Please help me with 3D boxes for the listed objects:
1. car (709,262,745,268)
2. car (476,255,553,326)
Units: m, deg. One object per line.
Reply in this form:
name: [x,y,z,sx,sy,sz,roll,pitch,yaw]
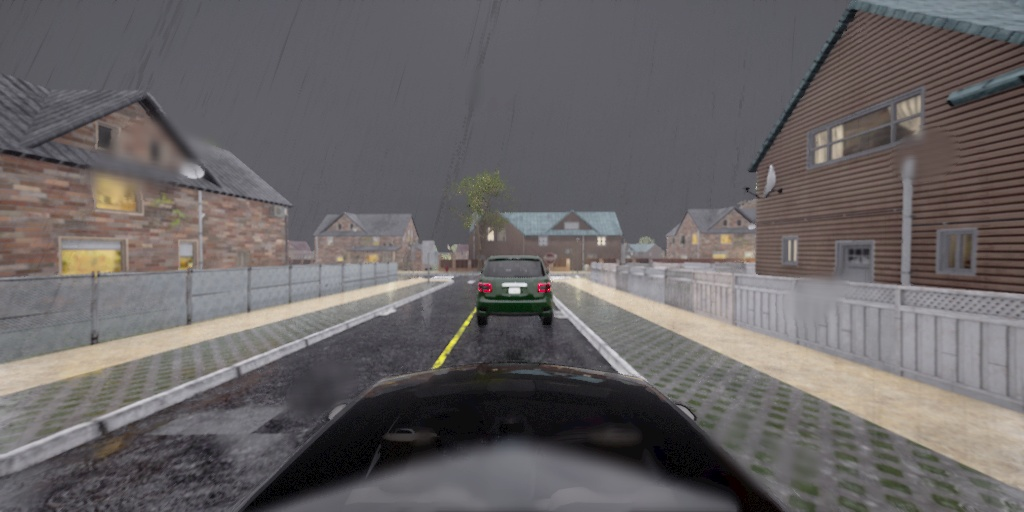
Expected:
car: [21.820,1.348,36.287,4.902,1.511,2.128,0,1,1]
car: [0.091,1.011,11.907,2.150,2.045,5.566,0,0,1]
